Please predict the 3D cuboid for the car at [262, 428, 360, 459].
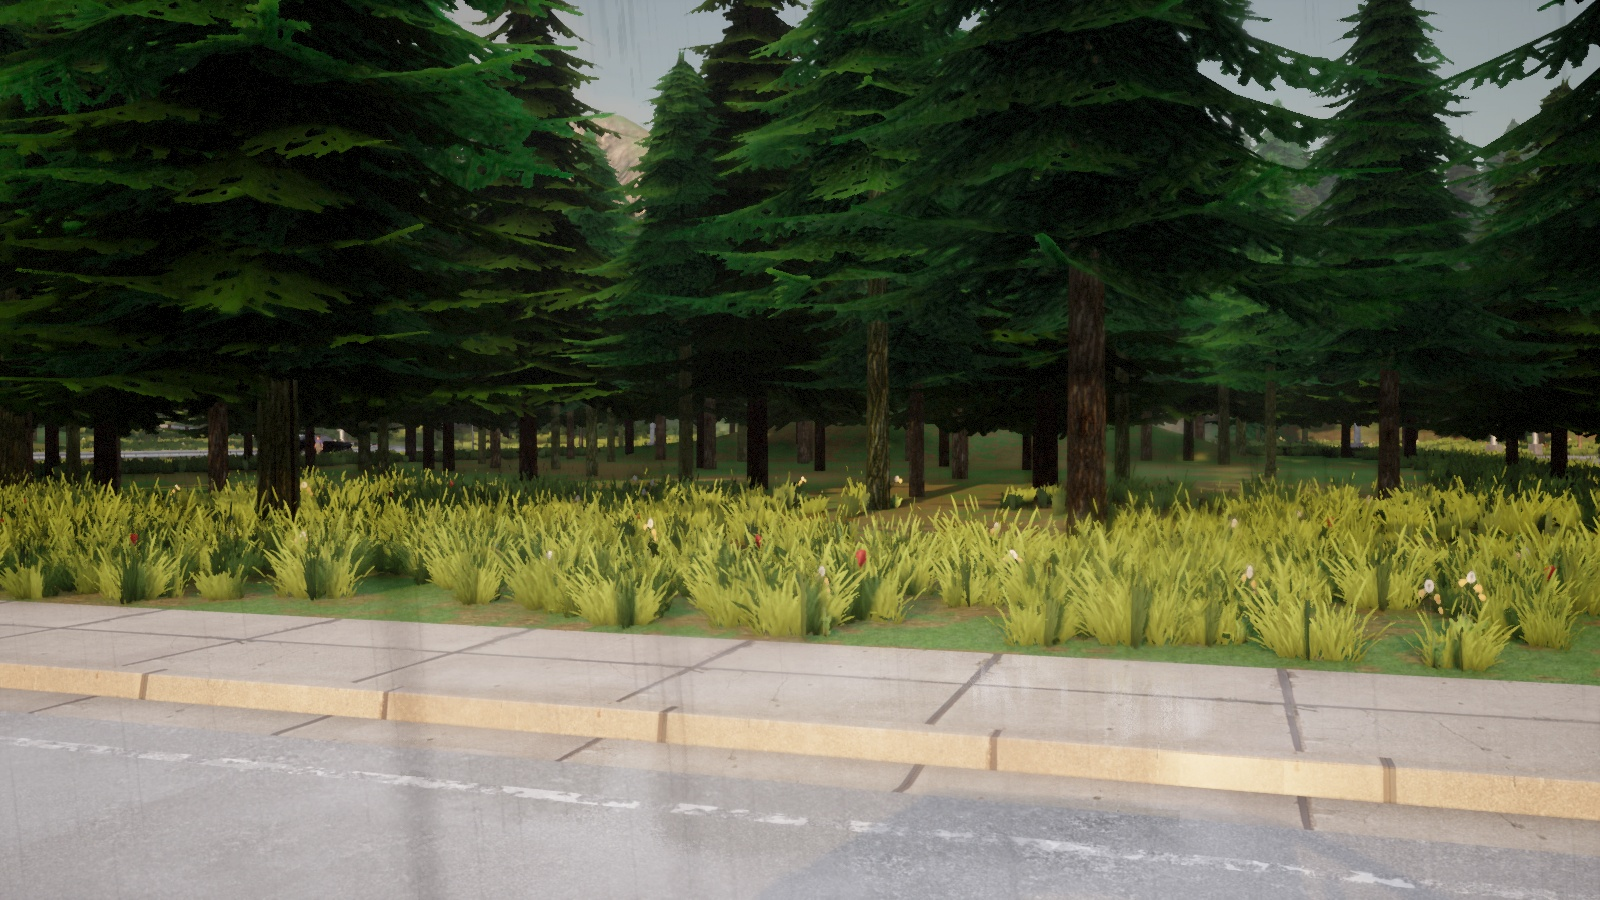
[{"bbox_3d":[-25.153,-0.354,64.777,1.882,1.535,5.008,1,1,20],"label":"car"}]
